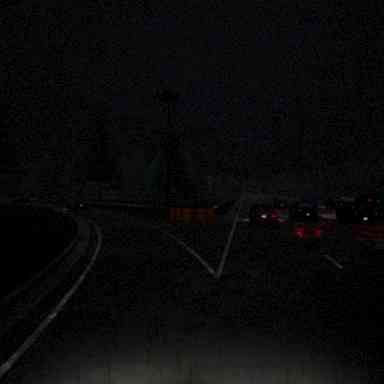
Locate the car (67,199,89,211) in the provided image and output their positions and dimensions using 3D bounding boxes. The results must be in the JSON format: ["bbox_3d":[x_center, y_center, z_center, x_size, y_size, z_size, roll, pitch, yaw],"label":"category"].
[{"bbox_3d":[-14.488,1.598,42.066,1.994,1.385,4.181,0,0,-32],"label":"car"}]

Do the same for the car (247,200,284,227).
[{"bbox_3d":[4.735,1.511,22.527,2.033,1.411,5.357,0,0,9],"label":"car"}]

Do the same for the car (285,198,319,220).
[{"bbox_3d":[8.998,1.468,27.057,1.812,1.442,4.674,0,0,9],"label":"car"}]

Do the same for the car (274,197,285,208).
[{"bbox_3d":[11.738,1.444,44.299,1.812,1.442,4.674,0,0,9],"label":"car"}]

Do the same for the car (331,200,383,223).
[{"bbox_3d":[12.202,1.531,24.912,1.895,1.301,4.718,0,0,9],"label":"car"}]

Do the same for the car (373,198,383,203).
[{"bbox_3d":[15.763,1.419,25.027,1.837,1.490,4.892,0,0,9],"label":"car"}]

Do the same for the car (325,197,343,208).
[{"bbox_3d":[18.650,1.415,43.191,1.812,1.442,4.674,0,0,9],"label":"car"}]

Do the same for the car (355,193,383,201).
[{"bbox_3d":[21.814,1.099,40.884,2.150,2.045,5.566,0,0,9],"label":"car"}]

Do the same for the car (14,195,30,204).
[{"bbox_3d":[-35.217,1.462,68.699,2.097,1.767,4.553,0,0,-41],"label":"car"}]
